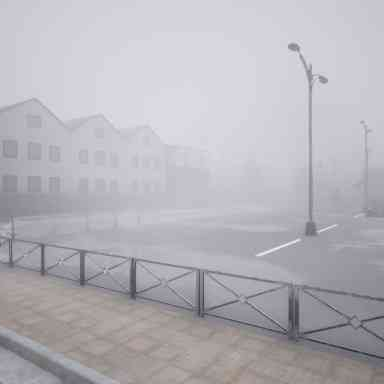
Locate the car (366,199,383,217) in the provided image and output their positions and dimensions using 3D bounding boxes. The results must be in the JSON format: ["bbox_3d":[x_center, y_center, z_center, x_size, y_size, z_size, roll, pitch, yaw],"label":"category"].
[{"bbox_3d":[15.339,1.298,26.865,2.007,1.523,4.514,0,0,35],"label":"car"}]
